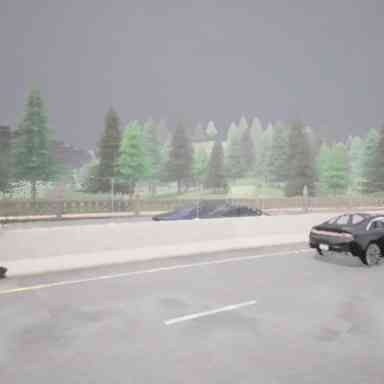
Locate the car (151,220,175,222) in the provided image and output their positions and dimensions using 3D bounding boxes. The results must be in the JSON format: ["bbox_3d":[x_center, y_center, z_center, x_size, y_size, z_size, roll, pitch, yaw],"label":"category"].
[{"bbox_3d":[0.256,1.484,20.306,5.357,1.411,2.033,0,0,-28],"label":"car"}]

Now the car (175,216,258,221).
[{"bbox_3d":[1.837,1.455,17.136,4.892,1.490,1.837,0,0,-28],"label":"car"}]

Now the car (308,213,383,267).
[{"bbox_3d":[6.153,1.469,11.296,4.902,1.511,2.128,0,0,-29],"label":"car"}]
